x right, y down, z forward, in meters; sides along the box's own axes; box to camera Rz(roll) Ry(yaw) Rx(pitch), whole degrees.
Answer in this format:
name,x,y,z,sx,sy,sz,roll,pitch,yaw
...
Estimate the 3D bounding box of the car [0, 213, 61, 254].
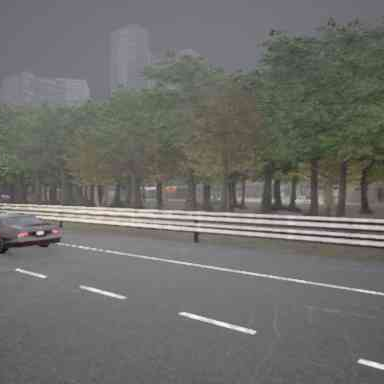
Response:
name,x,y,z,sx,sy,sz,roll,pitch,yaw
car,-7.579,1.554,13.595,5.357,1.411,2.033,0,0,36
